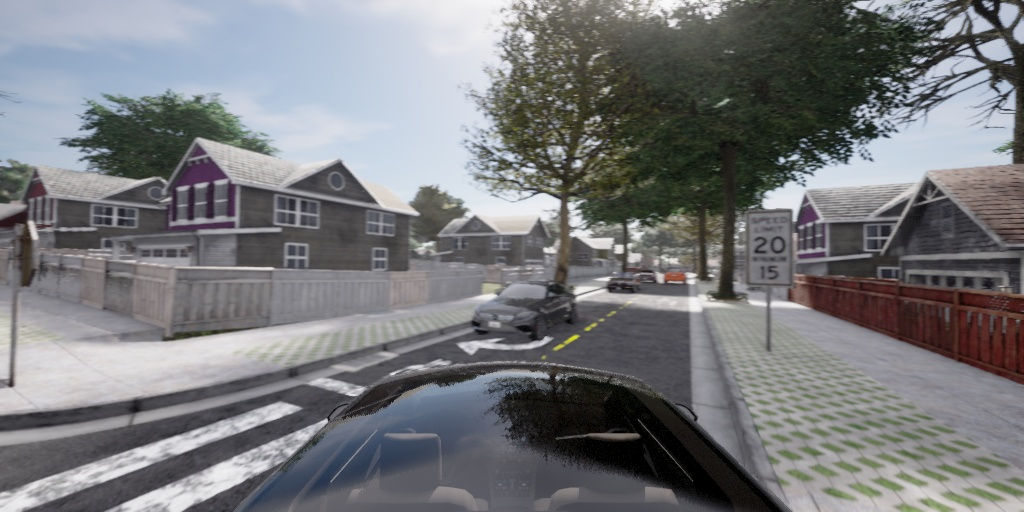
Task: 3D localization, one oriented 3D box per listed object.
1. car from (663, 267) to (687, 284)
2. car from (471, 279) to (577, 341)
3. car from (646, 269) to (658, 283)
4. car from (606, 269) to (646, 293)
[{"bbox_3d":[17.365,2.014,38.182,2.097,1.767,4.553,0,-1,26],"label":"car"},{"bbox_3d":[0.616,1.443,10.743,1.812,1.442,4.674,0,-1,26],"label":"car"},{"bbox_3d":[15.112,2.196,40.014,1.812,1.442,4.674,0,-2,27],"label":"car"},{"bbox_3d":[8.342,1.855,26.433,2.033,1.411,5.357,0,-1,26],"label":"car"}]
